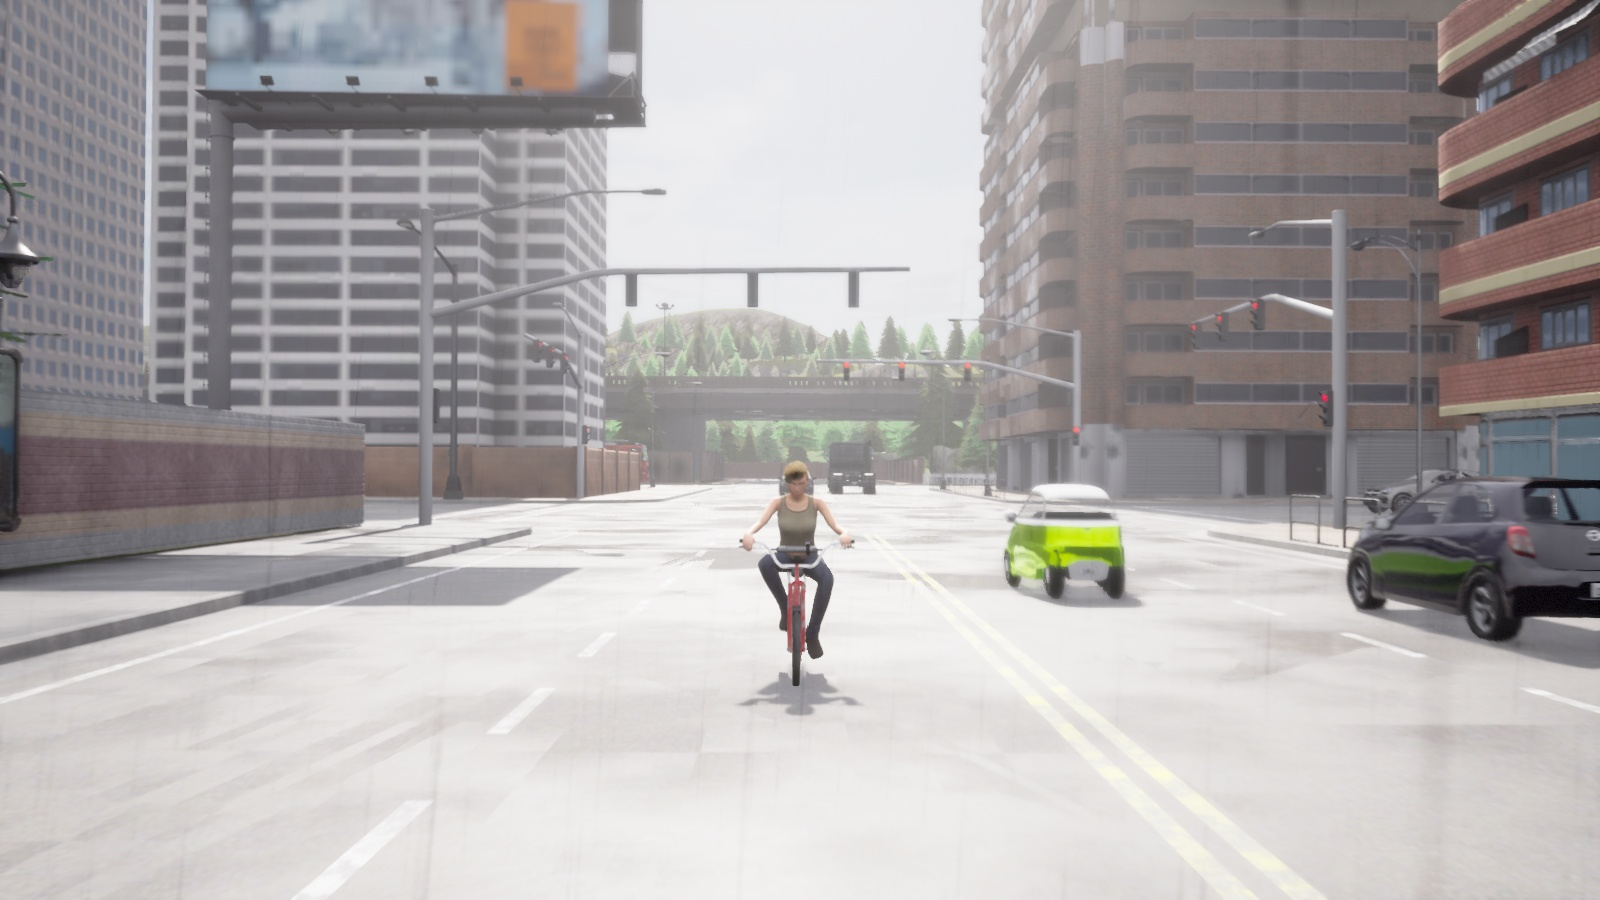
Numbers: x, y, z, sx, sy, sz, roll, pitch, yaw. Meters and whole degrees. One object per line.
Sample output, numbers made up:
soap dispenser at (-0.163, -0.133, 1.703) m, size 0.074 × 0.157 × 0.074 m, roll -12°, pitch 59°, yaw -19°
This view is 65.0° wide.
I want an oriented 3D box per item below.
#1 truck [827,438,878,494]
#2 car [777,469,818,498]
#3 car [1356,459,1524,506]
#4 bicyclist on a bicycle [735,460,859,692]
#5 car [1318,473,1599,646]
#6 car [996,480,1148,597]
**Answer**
truck at (3.308, 1.029, 80.971) m, size 2.891 × 3.462 × 7.936 m, roll 0°, pitch -1°, yaw 0°
car at (-0.157, 1.786, 67.956) m, size 2.128 × 1.511 × 4.902 m, roll 0°, pitch -1°, yaw 0°
car at (23.268, 1.183, 45.816) m, size 5.027 × 1.651 × 2.152 m, roll 0°, pitch -1°, yaw 0°
bicyclist on a bicycle at (-0.016, 0.892, 9.553) m, size 0.866 × 1.612 × 1.509 m, roll 0°, pitch 0°, yaw 0°
car at (6.970, 0.990, 12.808) m, size 1.845 × 1.501 × 3.633 m, roll 0°, pitch -1°, yaw 0°
car at (3.462, 1.096, 16.271) m, size 1.481 × 1.376 × 2.207 m, roll 0°, pitch -1°, yaw 0°
